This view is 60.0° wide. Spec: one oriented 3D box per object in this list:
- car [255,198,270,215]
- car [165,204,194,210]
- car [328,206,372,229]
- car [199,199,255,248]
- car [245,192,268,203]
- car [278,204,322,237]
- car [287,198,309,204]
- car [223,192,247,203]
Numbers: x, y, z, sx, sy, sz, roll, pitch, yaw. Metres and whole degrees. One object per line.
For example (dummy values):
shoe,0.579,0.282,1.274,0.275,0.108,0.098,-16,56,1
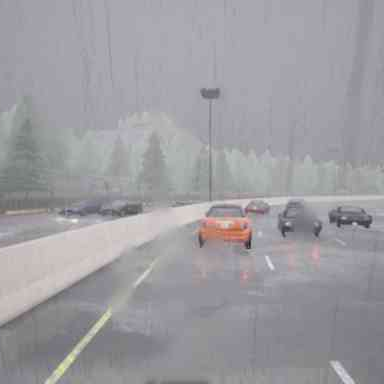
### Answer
car,6.629,1.483,33.281,1.994,1.385,4.181,0,0,20
car,-1.233,1.494,32.840,1.895,1.301,4.718,0,0,19
car,10.152,1.569,21.716,1.895,1.301,4.718,0,0,15
car,1.577,1.311,14.881,2.097,1.767,4.553,0,0,9
car,12.598,1.058,65.012,2.150,2.045,5.566,0,0,38
car,5.679,1.564,18.034,1.895,1.301,4.718,0,0,12
car,11.058,1.435,34.930,1.837,1.490,4.892,0,0,23
car,8.569,1.059,65.600,2.150,2.045,5.566,0,0,38
